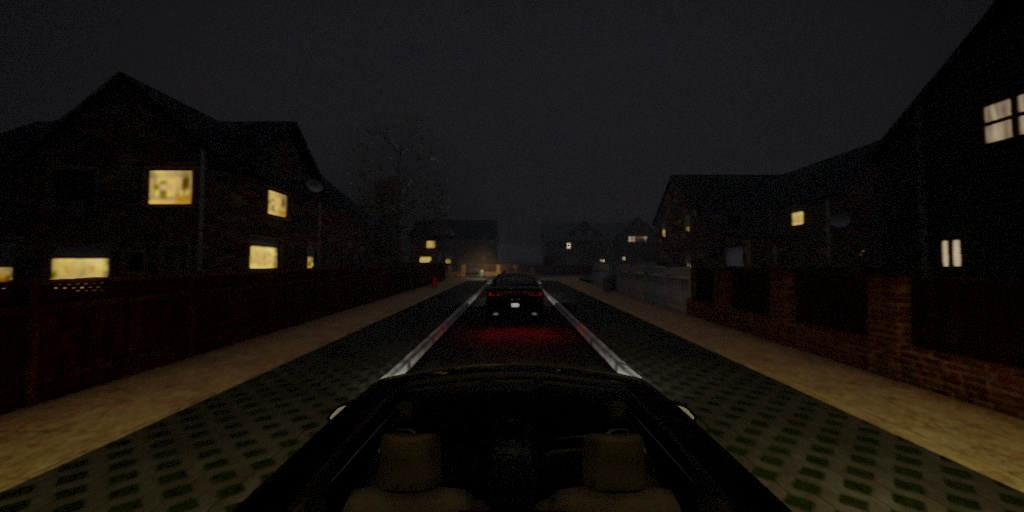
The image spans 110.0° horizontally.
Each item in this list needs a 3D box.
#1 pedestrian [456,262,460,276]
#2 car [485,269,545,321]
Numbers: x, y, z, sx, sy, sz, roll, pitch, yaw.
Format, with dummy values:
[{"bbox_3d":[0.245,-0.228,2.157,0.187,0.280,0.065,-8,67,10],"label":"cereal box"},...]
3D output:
[{"bbox_3d":[-6.734,1.579,44.659,0.375,1.860,0.375,0,-2,1],"label":"pedestrian"},{"bbox_3d":[0.096,1.354,13.154,1.882,1.535,5.008,0,-1,0],"label":"car"}]
